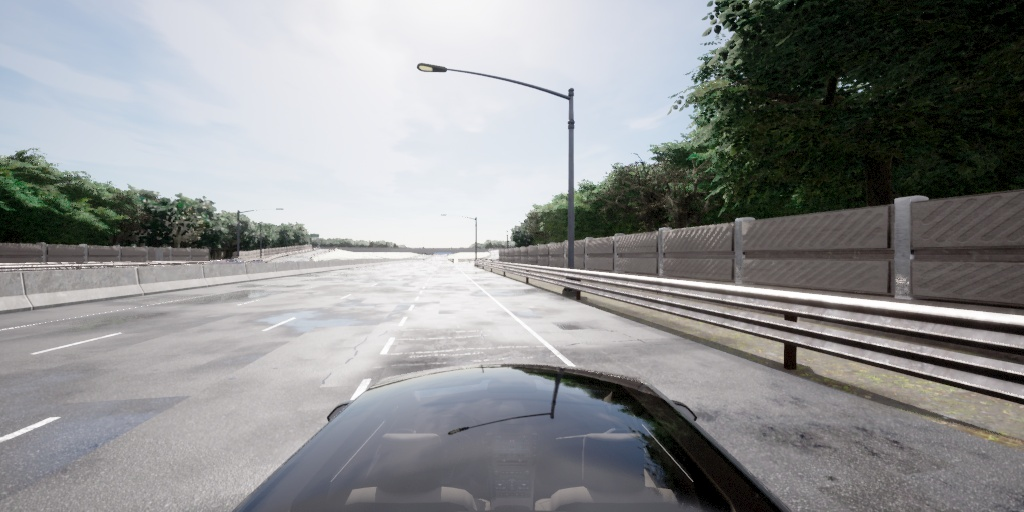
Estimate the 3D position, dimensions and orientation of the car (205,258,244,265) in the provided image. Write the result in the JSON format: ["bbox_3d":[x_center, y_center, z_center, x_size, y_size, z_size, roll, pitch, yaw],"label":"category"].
[{"bbox_3d":[-27.294,1.247,33.343,1.882,1.535,5.008,0,0,-11],"label":"car"}]
